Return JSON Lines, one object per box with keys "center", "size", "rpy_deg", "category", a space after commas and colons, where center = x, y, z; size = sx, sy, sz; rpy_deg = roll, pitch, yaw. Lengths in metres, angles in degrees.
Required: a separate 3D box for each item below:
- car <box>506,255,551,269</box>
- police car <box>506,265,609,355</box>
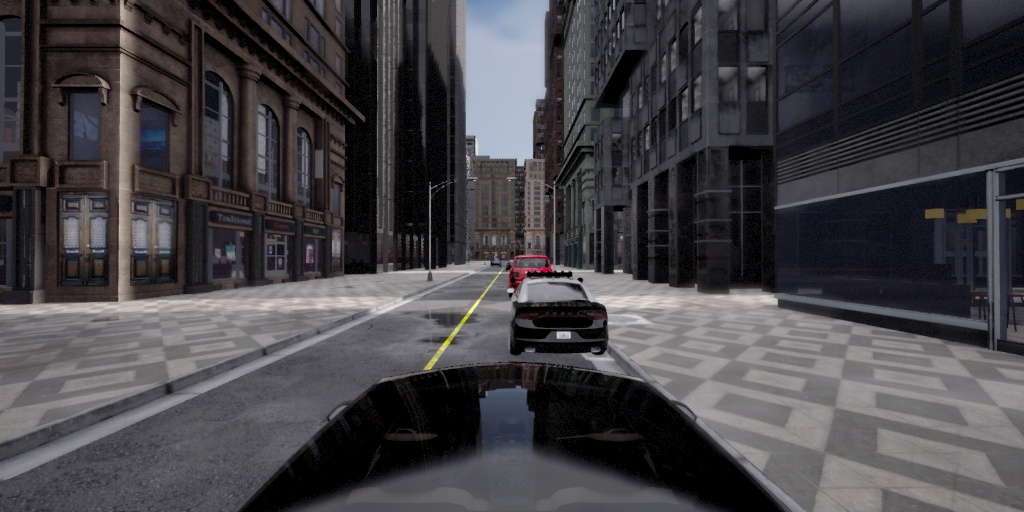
{"center": [0.919, 0.985, 18.765], "size": [2.150, 2.045, 5.566], "rpy_deg": [0, 0, 0], "category": "car"}
{"center": [0.906, 1.179, 8.844], "size": [1.930, 1.638, 5.238], "rpy_deg": [0, 0, 0], "category": "police car"}
